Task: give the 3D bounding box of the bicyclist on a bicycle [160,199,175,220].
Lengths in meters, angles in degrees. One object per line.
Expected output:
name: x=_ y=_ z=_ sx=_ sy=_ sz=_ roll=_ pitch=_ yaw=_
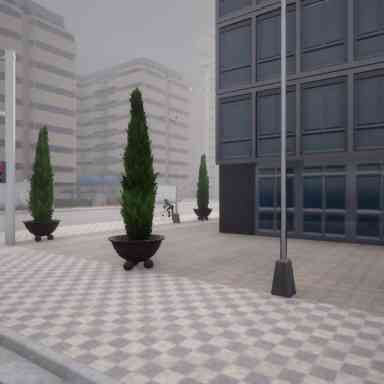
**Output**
bicyclist on a bicycle: x=-1.890 y=1.356 z=25.798 sx=1.656 sy=1.620 sz=0.582 roll=0 pitch=0 yaw=35
